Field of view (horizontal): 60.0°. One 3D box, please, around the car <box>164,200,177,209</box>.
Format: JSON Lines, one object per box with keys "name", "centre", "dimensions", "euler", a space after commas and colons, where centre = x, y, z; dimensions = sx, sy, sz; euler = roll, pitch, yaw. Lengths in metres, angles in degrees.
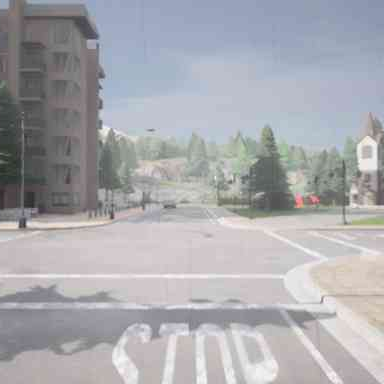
{"name": "car", "centre": [-3.506, 1.989, 53.786], "dimensions": [1.882, 1.535, 5.008], "euler": [0, 1, 0]}
